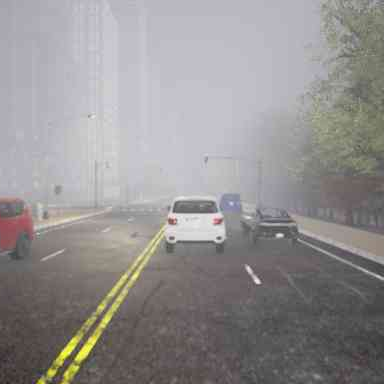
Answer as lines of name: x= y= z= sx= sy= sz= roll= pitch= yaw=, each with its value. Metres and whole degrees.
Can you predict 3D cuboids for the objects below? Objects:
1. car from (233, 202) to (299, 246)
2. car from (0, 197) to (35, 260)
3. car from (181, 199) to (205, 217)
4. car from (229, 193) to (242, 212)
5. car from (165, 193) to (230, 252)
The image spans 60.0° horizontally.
car: x=3.347 y=1.443 z=15.101 sx=2.128 sy=1.511 sz=4.902 roll=0 pitch=0 yaw=0
car: x=-6.557 y=1.193 z=9.357 sx=2.150 sy=2.045 sz=5.566 roll=0 pitch=0 yaw=1
car: x=0.112 y=1.449 z=31.299 sx=2.033 sy=1.411 sz=5.357 roll=0 pitch=0 yaw=0
car: x=3.370 y=1.121 z=30.948 sx=2.150 sy=2.045 sz=5.566 roll=0 pitch=0 yaw=0
car: x=0.104 y=1.175 z=13.838 sx=2.150 sy=2.045 sz=5.566 roll=0 pitch=0 yaw=0
